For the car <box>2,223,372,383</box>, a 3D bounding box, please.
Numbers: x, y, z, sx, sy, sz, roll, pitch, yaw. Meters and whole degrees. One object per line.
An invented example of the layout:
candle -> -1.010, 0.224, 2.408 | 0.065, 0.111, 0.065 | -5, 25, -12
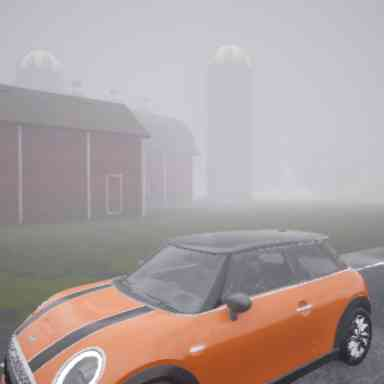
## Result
car -> 0.235, 1.352, 4.183 | 4.553, 1.767, 2.097 | 0, 0, -35
